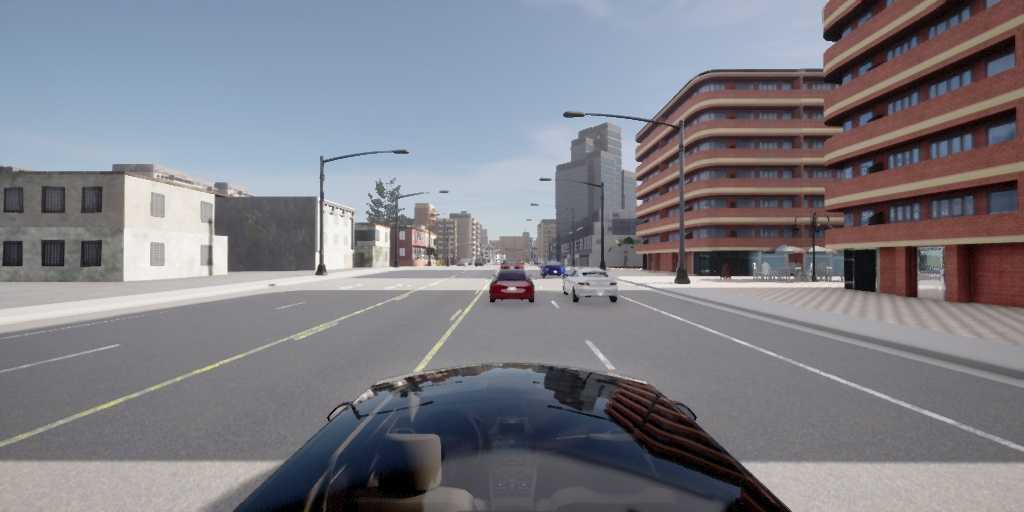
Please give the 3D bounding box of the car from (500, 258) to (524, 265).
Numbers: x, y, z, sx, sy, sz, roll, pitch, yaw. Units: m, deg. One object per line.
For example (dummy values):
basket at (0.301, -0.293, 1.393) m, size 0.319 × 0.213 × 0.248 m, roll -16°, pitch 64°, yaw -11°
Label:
car at (0.001, 0.983, 31.468) m, size 2.097 × 1.767 × 4.553 m, roll 0°, pitch 0°, yaw 0°

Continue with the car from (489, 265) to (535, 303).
car at (0.001, 1.287, 16.497) m, size 1.994 × 1.385 × 4.181 m, roll 0°, pitch 0°, yaw 0°

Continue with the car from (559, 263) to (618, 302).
car at (3.501, 1.247, 16.496) m, size 1.812 × 1.442 × 4.674 m, roll 0°, pitch 0°, yaw 0°

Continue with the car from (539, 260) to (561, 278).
car at (3.501, 1.101, 31.498) m, size 1.882 × 1.535 × 5.008 m, roll 0°, pitch 0°, yaw 0°
